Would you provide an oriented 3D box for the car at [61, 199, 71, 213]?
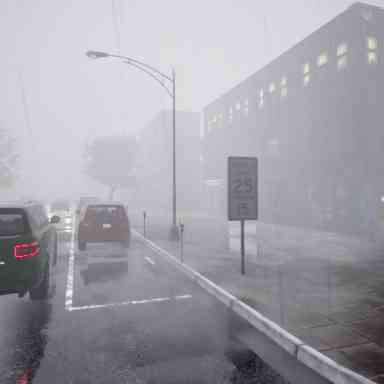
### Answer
[{"bbox_3d":[-14.795,1.490,37.524,1.882,1.535,5.008,0,0,-19],"label":"car"}]

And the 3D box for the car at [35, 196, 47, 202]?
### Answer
[{"bbox_3d":[-33.755,1.561,74.370,2.008,1.369,4.403,1,0,-19],"label":"car"}]

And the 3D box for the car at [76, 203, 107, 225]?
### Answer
[{"bbox_3d":[-7.552,1.560,24.824,2.008,1.369,4.403,1,0,-19],"label":"car"}]

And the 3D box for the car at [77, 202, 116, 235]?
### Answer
[{"bbox_3d":[-5.720,1.448,19.591,1.967,1.590,4.097,1,0,-19],"label":"car"}]

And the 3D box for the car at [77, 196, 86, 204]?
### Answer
[{"bbox_3d":[-22.245,1.539,66.844,1.752,1.417,4.829,1,0,-19],"label":"car"}]

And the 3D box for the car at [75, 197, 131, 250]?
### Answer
[{"bbox_3d":[-3.889,1.321,14.359,2.192,1.841,5.009,1,0,-19],"label":"car"}]

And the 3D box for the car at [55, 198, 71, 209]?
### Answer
[{"bbox_3d":[-18.119,1.614,46.865,1.895,1.301,4.718,0,0,-19],"label":"car"}]

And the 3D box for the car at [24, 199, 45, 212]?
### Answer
[{"bbox_3d":[-19.005,1.613,40.312,1.895,1.301,4.718,0,0,-19],"label":"car"}]

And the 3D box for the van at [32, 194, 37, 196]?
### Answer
[{"bbox_3d":[-26.434,1.354,53.441,1.690,1.788,3.998,1,0,-19],"label":"van"}]

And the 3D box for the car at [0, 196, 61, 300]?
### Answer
[{"bbox_3d":[-4.573,1.224,8.129,2.150,2.045,5.566,0,0,-19],"label":"car"}]

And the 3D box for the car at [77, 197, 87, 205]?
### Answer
[{"bbox_3d":[-20.360,1.596,61.450,1.802,1.307,4.206,1,0,-19],"label":"car"}]

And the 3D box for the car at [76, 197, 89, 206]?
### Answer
[{"bbox_3d":[-18.529,1.565,56.218,2.008,1.369,4.403,1,0,-19],"label":"car"}]

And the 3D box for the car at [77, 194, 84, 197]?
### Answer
[{"bbox_3d":[-9.379,1.326,30.058,2.192,1.841,5.009,1,0,-19],"label":"car"}]

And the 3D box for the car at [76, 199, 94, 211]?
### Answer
[{"bbox_3d":[-13.041,1.579,40.521,1.947,1.339,4.313,1,0,-19],"label":"car"}]

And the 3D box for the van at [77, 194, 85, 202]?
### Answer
[{"bbox_3d":[-25.846,1.354,77.150,1.690,1.788,3.998,1,0,-19],"label":"van"}]

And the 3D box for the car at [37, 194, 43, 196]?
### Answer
[{"bbox_3d":[-30.094,1.452,63.906,1.967,1.590,4.097,1,0,-19],"label":"car"}]

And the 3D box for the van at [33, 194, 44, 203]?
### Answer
[{"bbox_3d":[-31.922,1.353,69.138,1.690,1.788,3.998,1,0,-19],"label":"van"}]
